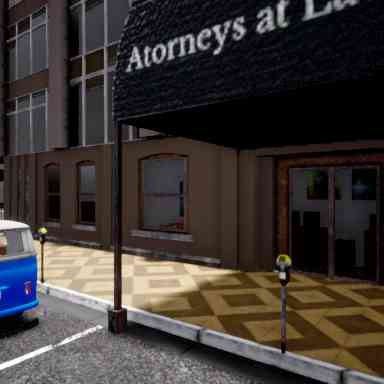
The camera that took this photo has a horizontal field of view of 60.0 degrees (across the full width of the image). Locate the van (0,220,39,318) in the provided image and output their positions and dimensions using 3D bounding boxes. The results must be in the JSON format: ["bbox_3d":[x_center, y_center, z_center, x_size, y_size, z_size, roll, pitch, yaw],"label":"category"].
[{"bbox_3d":[-4.509,1.341,6.080,3.998,1.788,1.690,0,0,35],"label":"van"}]
